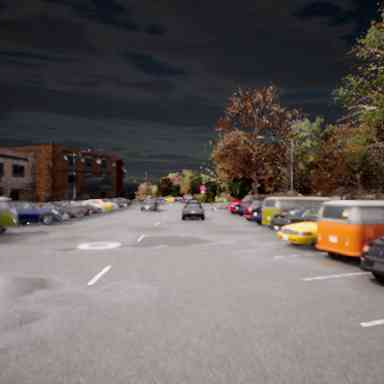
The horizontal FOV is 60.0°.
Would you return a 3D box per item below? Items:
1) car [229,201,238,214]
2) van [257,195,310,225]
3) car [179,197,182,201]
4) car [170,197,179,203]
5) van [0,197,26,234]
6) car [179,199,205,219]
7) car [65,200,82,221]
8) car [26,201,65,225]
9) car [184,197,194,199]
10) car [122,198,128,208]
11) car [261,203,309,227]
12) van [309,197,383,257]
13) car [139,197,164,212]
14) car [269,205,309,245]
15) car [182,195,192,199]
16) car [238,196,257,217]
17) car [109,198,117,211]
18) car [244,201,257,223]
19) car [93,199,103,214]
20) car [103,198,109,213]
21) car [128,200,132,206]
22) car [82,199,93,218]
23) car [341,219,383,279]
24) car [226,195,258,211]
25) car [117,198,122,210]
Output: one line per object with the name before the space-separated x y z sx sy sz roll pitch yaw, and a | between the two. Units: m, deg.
car | 6.424 1.591 31.859 4.792 1.488 2.163 1 -1 -20
van | 6.506 1.295 20.115 4.442 1.987 1.878 1 0 -20
car | -1.015 1.658 79.152 2.435 2.045 5.566 0 -1 -7
car | -3.470 2.120 90.311 2.231 1.521 4.892 0 -1 -18
van | -11.312 1.281 17.203 4.442 1.987 1.878 -1 0 -20
car | 0.100 1.631 29.771 1.994 1.385 4.181 0 0 0
car | -11.422 1.539 25.959 4.892 1.521 2.231 -1 0 -20
car | -11.448 1.402 23.019 4.553 1.767 2.185 -1 0 -20
car | 0.302 1.690 44.961 1.994 1.385 4.181 0 0 3
car | -11.423 1.607 43.563 4.892 1.521 2.231 -1 -1 -20
car | 6.390 1.510 17.124 4.892 1.521 2.231 1 0 -20
van | 6.509 1.273 11.278 4.442 1.987 1.878 1 0 -20
car | -5.047 1.599 40.259 2.128 1.511 4.902 0 0 1
car | 6.224 1.497 14.114 5.366 1.575 1.946 1 0 -20
car | -0.654 1.816 73.165 2.097 1.535 5.008 0 -1 -1
car | 6.372 1.412 25.947 4.553 1.767 2.185 1 -1 -20
car | -11.588 1.582 37.626 5.366 1.575 1.946 -1 0 -20
car | 6.425 1.558 23.023 4.792 1.488 2.163 1 0 -20
car | -11.426 1.562 31.831 4.892 1.521 2.231 -1 0 -20
car | -11.418 1.612 34.761 4.674 1.452 2.002 -1 0 -20
car | -11.413 1.629 49.426 4.892 1.521 2.231 -1 0 -20
car | -11.388 1.578 28.905 4.792 1.488 2.163 -1 -1 -20
car | 6.394 1.531 8.295 4.674 1.452 2.002 1 0 -20
car | 6.376 1.321 34.777 5.566 2.045 2.435 1 0 -20
car | -11.418 1.635 40.630 4.674 1.452 2.002 -1 0 -20
